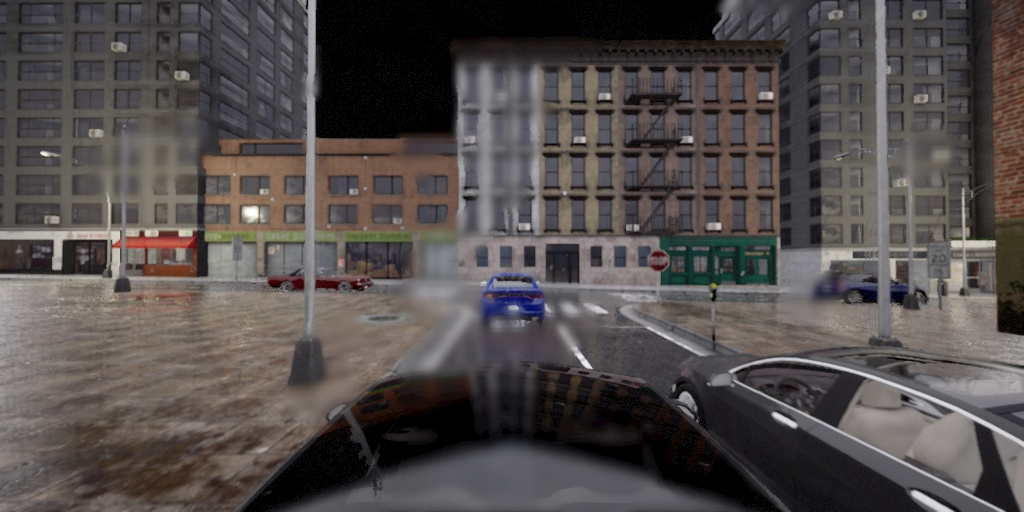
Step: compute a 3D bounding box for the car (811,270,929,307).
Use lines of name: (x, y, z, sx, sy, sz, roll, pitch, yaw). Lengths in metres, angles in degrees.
car: (18.359, 1.637, 18.485, 4.553, 1.767, 2.097, 1, -1, 0)

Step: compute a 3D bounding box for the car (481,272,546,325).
car: (-0.026, 1.289, 12.174, 1.882, 1.535, 5.008, 0, 0, -3)

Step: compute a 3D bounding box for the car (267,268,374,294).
car: (-9.801, 1.267, 18.650, 4.718, 1.301, 1.895, 1, -1, 0)

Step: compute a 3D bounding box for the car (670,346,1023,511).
car: (2.638, 1.305, 2.409, 2.007, 1.370, 4.403, 0, 0, 0)
